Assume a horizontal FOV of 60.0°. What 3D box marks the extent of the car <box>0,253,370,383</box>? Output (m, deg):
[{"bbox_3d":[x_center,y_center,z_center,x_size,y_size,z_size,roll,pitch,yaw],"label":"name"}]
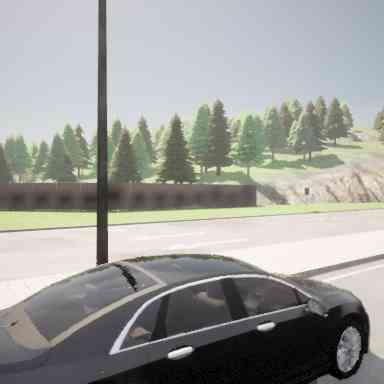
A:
[{"bbox_3d":[0.165,1.503,3.870,4.892,1.490,1.837,1,0,-35],"label":"car"}]
